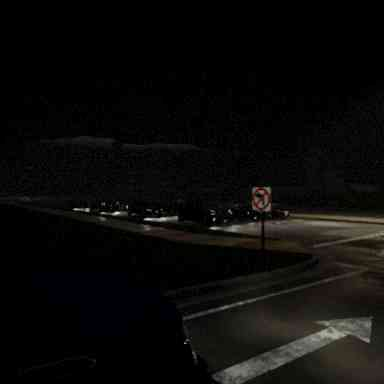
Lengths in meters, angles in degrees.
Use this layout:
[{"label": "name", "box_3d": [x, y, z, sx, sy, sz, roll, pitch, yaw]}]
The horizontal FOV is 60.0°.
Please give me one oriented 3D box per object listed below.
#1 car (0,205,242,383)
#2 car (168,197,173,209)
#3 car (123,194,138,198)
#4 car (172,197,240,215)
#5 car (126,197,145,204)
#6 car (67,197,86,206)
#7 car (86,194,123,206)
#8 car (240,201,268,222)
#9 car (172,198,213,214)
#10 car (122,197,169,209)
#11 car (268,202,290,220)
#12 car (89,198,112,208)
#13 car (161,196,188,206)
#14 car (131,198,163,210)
[{"label": "car", "box_3d": [-2.502, 1.218, 1.964, 5.566, 2.045, 2.150, 0, 0, -36]}, {"label": "car", "box_3d": [-2.061, 1.507, 33.877, 2.128, 1.511, 4.902, 0, 0, -36]}, {"label": "car", "box_3d": [-7.970, 1.237, 41.989, 2.150, 2.045, 5.566, 0, 0, -36]}, {"label": "car", "box_3d": [0.896, 1.365, 23.907, 2.097, 1.767, 4.553, 0, 0, -36]}, {"label": "car", "box_3d": [-11.396, 1.626, 66.532, 1.895, 1.301, 4.718, 0, 0, -36]}, {"label": "car", "box_3d": [-16.511, 1.489, 47.873, 1.882, 1.535, 5.008, 0, 0, -35]}, {"label": "car", "box_3d": [-10.408, 1.364, 39.385, 2.097, 1.767, 4.553, 0, 0, -36]}, {"label": "car", "box_3d": [3.404, 1.617, 26.403, 1.895, 1.301, 4.718, 0, 0, -36]}, {"label": "car", "box_3d": [-0.017, 1.510, 37.013, 2.128, 1.511, 4.902, 0, 0, -36]}, {"label": "car", "box_3d": [-4.502, 1.517, 31.286, 1.837, 1.490, 4.892, 0, 0, -36]}, {"label": "car", "box_3d": [6.119, 1.511, 28.623, 2.128, 1.511, 4.902, 0, 0, -36]}, {"label": "car", "box_3d": [-13.861, 1.579, 50.194, 1.994, 1.385, 4.181, 0, 0, -35]}, {"label": "car", "box_3d": [-2.901, 1.517, 54.922, 2.128, 1.511, 4.902, 0, 0, -36]}, {"label": "car", "box_3d": [-6.241, 1.566, 45.557, 2.033, 1.411, 5.357, 0, 0, -36]}]
